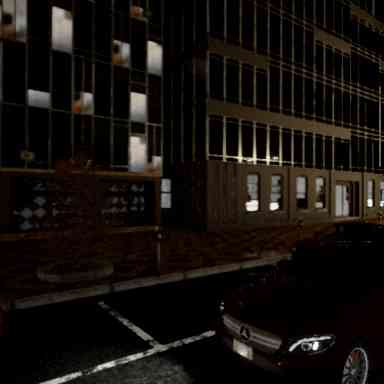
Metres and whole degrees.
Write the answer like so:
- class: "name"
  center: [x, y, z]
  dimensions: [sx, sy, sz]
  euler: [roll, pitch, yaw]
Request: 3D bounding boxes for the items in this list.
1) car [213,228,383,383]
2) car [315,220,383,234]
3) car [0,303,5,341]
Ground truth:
- class: "car"
  center: [2.472, 1.546, 5.154]
  dimensions: [4.674, 1.442, 1.812]
  euler: [0, 0, -36]
- class: "car"
  center: [4.898, 1.586, 10.074]
  dimensions: [4.507, 1.381, 1.887]
  euler: [0, 0, -36]
- class: "car"
  center: [-4.357, 1.574, 3.445]
  dimensions: [4.206, 1.307, 1.802]
  euler: [0, 0, -36]
